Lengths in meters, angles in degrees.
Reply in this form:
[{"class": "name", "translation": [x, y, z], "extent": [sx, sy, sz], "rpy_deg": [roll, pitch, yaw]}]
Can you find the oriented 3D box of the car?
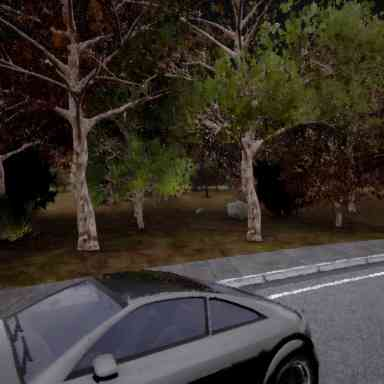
[{"class": "car", "translation": [-0.723, 1.556, 3.174], "extent": [4.181, 1.385, 1.994], "rpy_deg": [0, 0, -34]}]
